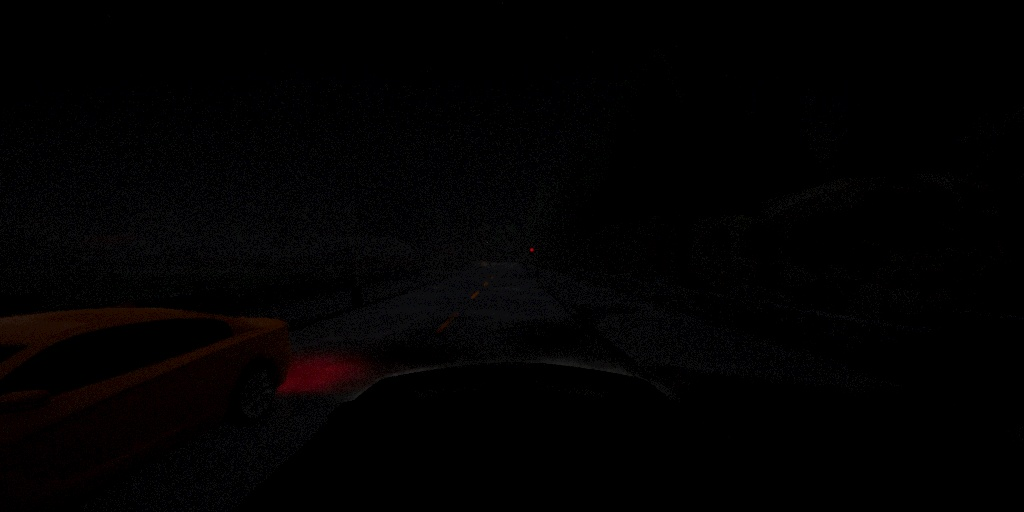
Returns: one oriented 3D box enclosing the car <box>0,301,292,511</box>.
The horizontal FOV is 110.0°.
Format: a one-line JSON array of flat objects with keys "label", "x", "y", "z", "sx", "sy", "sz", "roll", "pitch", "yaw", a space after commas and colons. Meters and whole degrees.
[{"label": "car", "x": -4.000, "y": 1.234, "z": 2.901, "sx": 1.882, "sy": 1.535, "sz": 5.008, "roll": 0, "pitch": 0, "yaw": 0}]
